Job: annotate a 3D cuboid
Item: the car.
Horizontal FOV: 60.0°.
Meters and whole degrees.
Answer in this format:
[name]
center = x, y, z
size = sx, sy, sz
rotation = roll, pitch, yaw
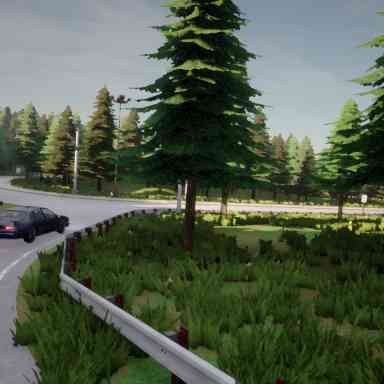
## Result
[car]
center = -7.589, 1.371, 15.525
size = 2.033, 1.411, 5.357
rotation = 4, 1, 3
